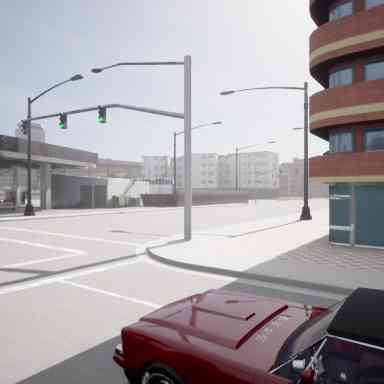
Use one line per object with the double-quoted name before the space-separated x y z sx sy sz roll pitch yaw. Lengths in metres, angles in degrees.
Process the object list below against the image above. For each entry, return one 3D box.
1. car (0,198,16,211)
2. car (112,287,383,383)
"car" -22.368 1.456 38.855 3.806 1.475 1.970 0 0 36
"car" 1.498 1.601 2.905 4.718 1.301 1.895 0 0 36
